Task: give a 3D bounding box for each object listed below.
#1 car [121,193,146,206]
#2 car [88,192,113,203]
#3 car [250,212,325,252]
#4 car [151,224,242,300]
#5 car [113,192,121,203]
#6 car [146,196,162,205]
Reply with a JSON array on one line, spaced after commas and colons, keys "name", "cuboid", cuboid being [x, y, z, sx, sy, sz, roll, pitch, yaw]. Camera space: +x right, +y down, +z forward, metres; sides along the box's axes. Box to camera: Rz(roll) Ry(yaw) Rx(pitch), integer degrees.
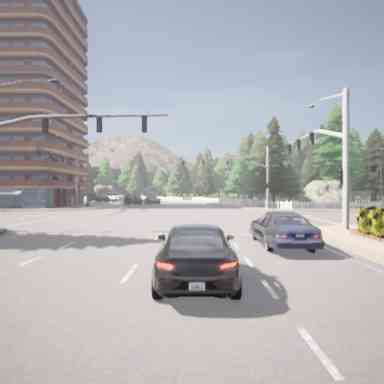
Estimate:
[{"name": "car", "cuboid": [-9.342, 1.116, 52.670, 2.150, 2.045, 5.566, 0, 0, -21]}, {"name": "car", "cuboid": [-18.881, 1.089, 66.931, 5.566, 2.045, 2.150, 0, 0, 41]}, {"name": "car", "cuboid": [3.660, 1.519, 13.677, 2.033, 1.411, 5.357, 0, 0, 1]}, {"name": "car", "cuboid": [0.104, 1.509, 8.207, 1.812, 1.442, 4.674, 0, 0, 0]}, {"name": "car", "cuboid": [-15.743, 1.087, 68.797, 5.566, 2.045, 2.150, 0, 0, 45]}, {"name": "car", "cuboid": [-6.494, 1.393, 54.913, 1.837, 1.490, 4.892, 0, 0, -23]}]
